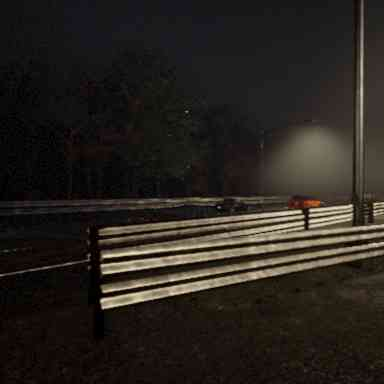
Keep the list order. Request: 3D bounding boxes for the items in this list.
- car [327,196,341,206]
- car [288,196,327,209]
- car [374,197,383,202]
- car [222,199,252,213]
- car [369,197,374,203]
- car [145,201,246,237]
[{"bbox_3d":[20.258,1.315,48.872,1.812,1.442,4.674,0,0,42],"label":"car"},{"bbox_3d":[11.655,1.155,34.091,2.097,1.767,4.553,0,0,42],"label":"car"},{"bbox_3d":[27.805,1.372,46.795,2.033,1.411,5.357,0,0,42],"label":"car"},{"bbox_3d":[3.709,1.345,30.498,1.994,1.385,4.181,0,0,42],"label":"car"},{"bbox_3d":[31.423,1.410,56.047,1.895,1.301,4.718,0,0,42],"label":"car"},{"bbox_3d":[0.125,1.359,16.056,2.033,1.411,5.357,0,0,42],"label":"car"}]
